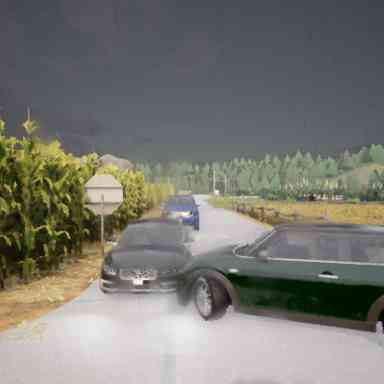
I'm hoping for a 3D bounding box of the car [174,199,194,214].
[{"bbox_3d":[-0.865,1.543,36.768,2.033,1.411,5.357,0,0,0],"label":"car"}]

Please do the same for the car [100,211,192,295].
[{"bbox_3d":[-0.997,1.499,8.897,1.837,1.490,4.892,0,0,1],"label":"car"}]

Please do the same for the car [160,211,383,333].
[{"bbox_3d":[1.962,1.350,6.137,4.553,1.767,2.097,-1,-1,25],"label":"car"}]

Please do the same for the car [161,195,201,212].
[{"bbox_3d":[-0.677,1.222,20.812,2.150,2.045,5.566,0,0,-1],"label":"car"}]
